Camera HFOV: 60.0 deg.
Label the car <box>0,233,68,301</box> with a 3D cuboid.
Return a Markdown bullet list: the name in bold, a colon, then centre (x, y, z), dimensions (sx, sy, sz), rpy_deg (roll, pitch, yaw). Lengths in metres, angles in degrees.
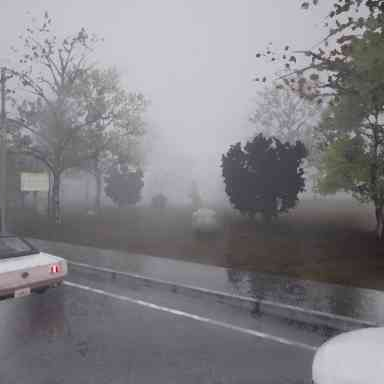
- **car**: centre (-4.991, 1.601, 7.547), dimensions (4.718, 1.301, 1.895), rpy_deg (0, 0, 35)

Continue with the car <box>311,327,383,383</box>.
- **car**: centre (3.078, 1.526, 1.813), dimensions (4.674, 1.442, 1.812), rpy_deg (0, 0, 35)
